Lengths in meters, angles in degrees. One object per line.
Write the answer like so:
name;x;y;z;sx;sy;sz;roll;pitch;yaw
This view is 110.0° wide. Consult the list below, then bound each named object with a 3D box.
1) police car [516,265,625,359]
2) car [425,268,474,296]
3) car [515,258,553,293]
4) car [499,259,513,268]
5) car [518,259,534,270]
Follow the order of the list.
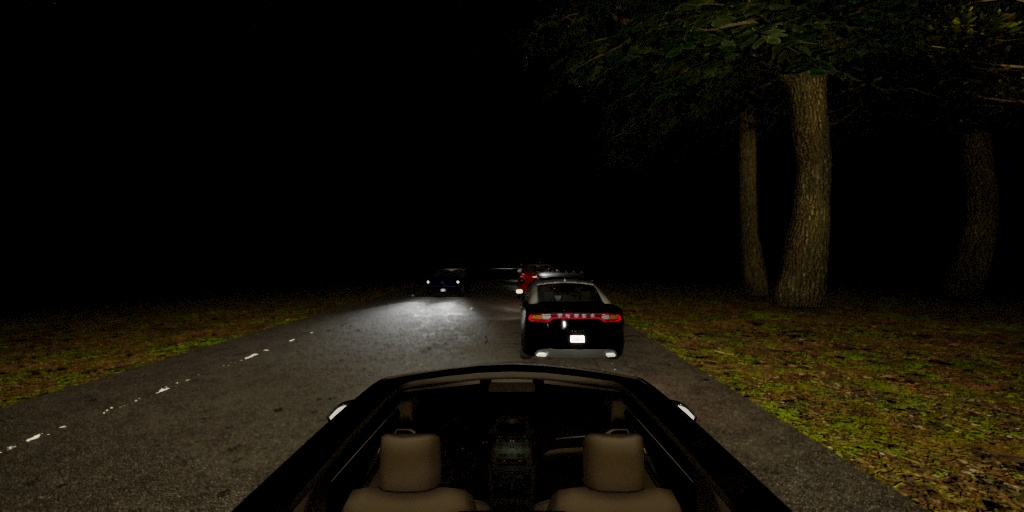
police car;1.125;1.170;8.528;1.930;1.638;5.238;0;0;1
car;-3.259;1.329;19.433;1.895;1.301;4.718;0;0;2
car;1.342;1.083;18.349;2.097;1.767;4.553;0;0;2
car;-0.917;1.211;58.670;2.033;1.411;5.357;0;0;5
car;2.052;1.230;50.919;2.033;1.411;5.357;0;0;4
